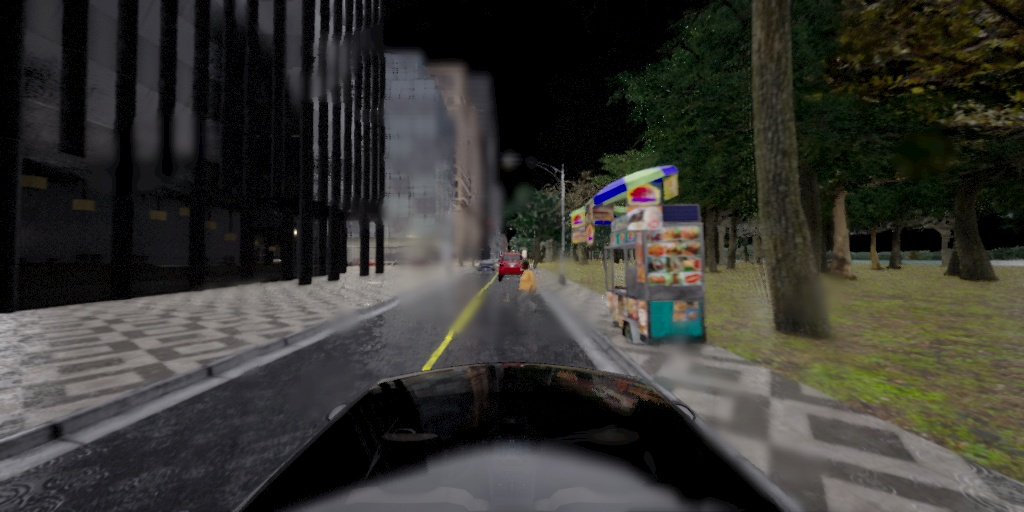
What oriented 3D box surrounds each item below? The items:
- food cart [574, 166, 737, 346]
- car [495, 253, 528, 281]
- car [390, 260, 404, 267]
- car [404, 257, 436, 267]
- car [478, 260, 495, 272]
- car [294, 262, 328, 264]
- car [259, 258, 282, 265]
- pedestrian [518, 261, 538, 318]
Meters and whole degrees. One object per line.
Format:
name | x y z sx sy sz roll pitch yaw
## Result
food cart | 3.131 0.184 8.679 2.280 3.560 4.660 0 0 0
car | 0.060 0.862 28.775 2.150 2.045 5.566 0 -1 1
car | -19.043 1.262 62.562 4.313 1.339 1.948 0 0 0
car | -13.573 0.937 54.050 4.097 1.591 1.967 0 0 -1
car | -3.042 1.157 44.060 2.033 1.411 5.357 0 0 0
car | -30.004 1.052 54.017 4.507 1.381 1.888 0 0 0
car | -35.322 1.035 54.006 4.829 1.417 1.751 0 0 0
pedestrian | 0.499 1.003 11.202 0.375 1.860 0.375 2 -2 -10
